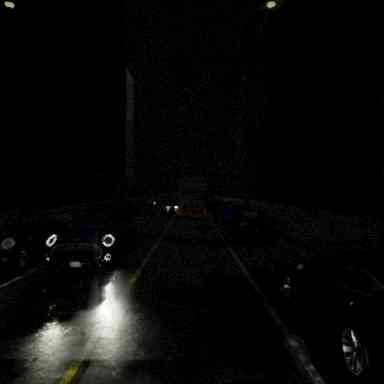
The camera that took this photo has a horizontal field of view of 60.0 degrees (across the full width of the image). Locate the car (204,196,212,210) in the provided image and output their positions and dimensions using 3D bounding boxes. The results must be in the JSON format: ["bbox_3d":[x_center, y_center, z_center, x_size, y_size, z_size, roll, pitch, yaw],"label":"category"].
[{"bbox_3d":[2.752,1.504,38.864,1.947,1.339,4.313,0,0,0],"label":"car"}]

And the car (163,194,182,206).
[{"bbox_3d":[-3.089,1.470,53.087,2.033,1.411,5.357,0,0,0],"label":"car"}]

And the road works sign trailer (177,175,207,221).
[{"bbox_3d":[-0.008,0.420,26.368,2.380,3.560,2.880,0,0,0],"label":"road works sign trailer"}]

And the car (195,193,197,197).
[{"bbox_3d":[2.736,1.206,89.346,2.192,1.841,5.009,0,0,0],"label":"car"}]

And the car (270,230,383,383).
[{"bbox_3d":[2.762,1.556,5.210,1.947,1.339,4.313,0,0,0],"label":"car"}]

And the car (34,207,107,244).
[{"bbox_3d":[-5.766,1.523,16.410,2.008,1.369,4.403,0,0,0],"label":"car"}]

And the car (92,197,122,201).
[{"bbox_3d":[-5.768,1.278,22.019,2.192,1.841,5.009,0,0,0],"label":"car"}]

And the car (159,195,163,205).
[{"bbox_3d":[-5.777,1.508,50.067,1.802,1.307,4.206,0,0,0],"label":"car"}]

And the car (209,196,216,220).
[{"bbox_3d":[2.755,1.394,27.646,1.967,1.590,4.097,0,0,0],"label":"car"}]

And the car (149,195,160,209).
[{"bbox_3d":[-5.775,1.483,44.457,2.008,1.369,4.403,0,0,0],"label":"car"}]

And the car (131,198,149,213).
[{"bbox_3d":[-5.772,1.512,33.238,1.947,1.339,4.313,0,0,0],"label":"car"}]

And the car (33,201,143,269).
[{"bbox_3d":[-3.104,1.332,11.096,2.097,1.767,4.553,0,0,0],"label":"car"}]

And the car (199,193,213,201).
[{"bbox_3d":[2.746,1.235,55.691,2.192,1.841,5.009,0,0,0],"label":"car"}]

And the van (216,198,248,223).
[{"bbox_3d":[2.757,1.303,22.037,1.690,1.788,3.998,0,0,0],"label":"van"}]

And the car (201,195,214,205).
[{"bbox_3d":[2.748,1.507,50.082,1.802,1.307,4.206,0,0,0],"label":"car"}]

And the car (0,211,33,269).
[{"bbox_3d":[-5.764,1.421,10.801,1.967,1.590,4.097,0,0,0],"label":"car"}]

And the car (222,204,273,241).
[{"bbox_3d":[2.759,1.516,16.428,1.887,1.381,4.507,0,0,0],"label":"car"}]

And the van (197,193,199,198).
[{"bbox_3d":[2.739,1.241,78.128,1.690,1.788,3.998,0,0,0],"label":"van"}]
